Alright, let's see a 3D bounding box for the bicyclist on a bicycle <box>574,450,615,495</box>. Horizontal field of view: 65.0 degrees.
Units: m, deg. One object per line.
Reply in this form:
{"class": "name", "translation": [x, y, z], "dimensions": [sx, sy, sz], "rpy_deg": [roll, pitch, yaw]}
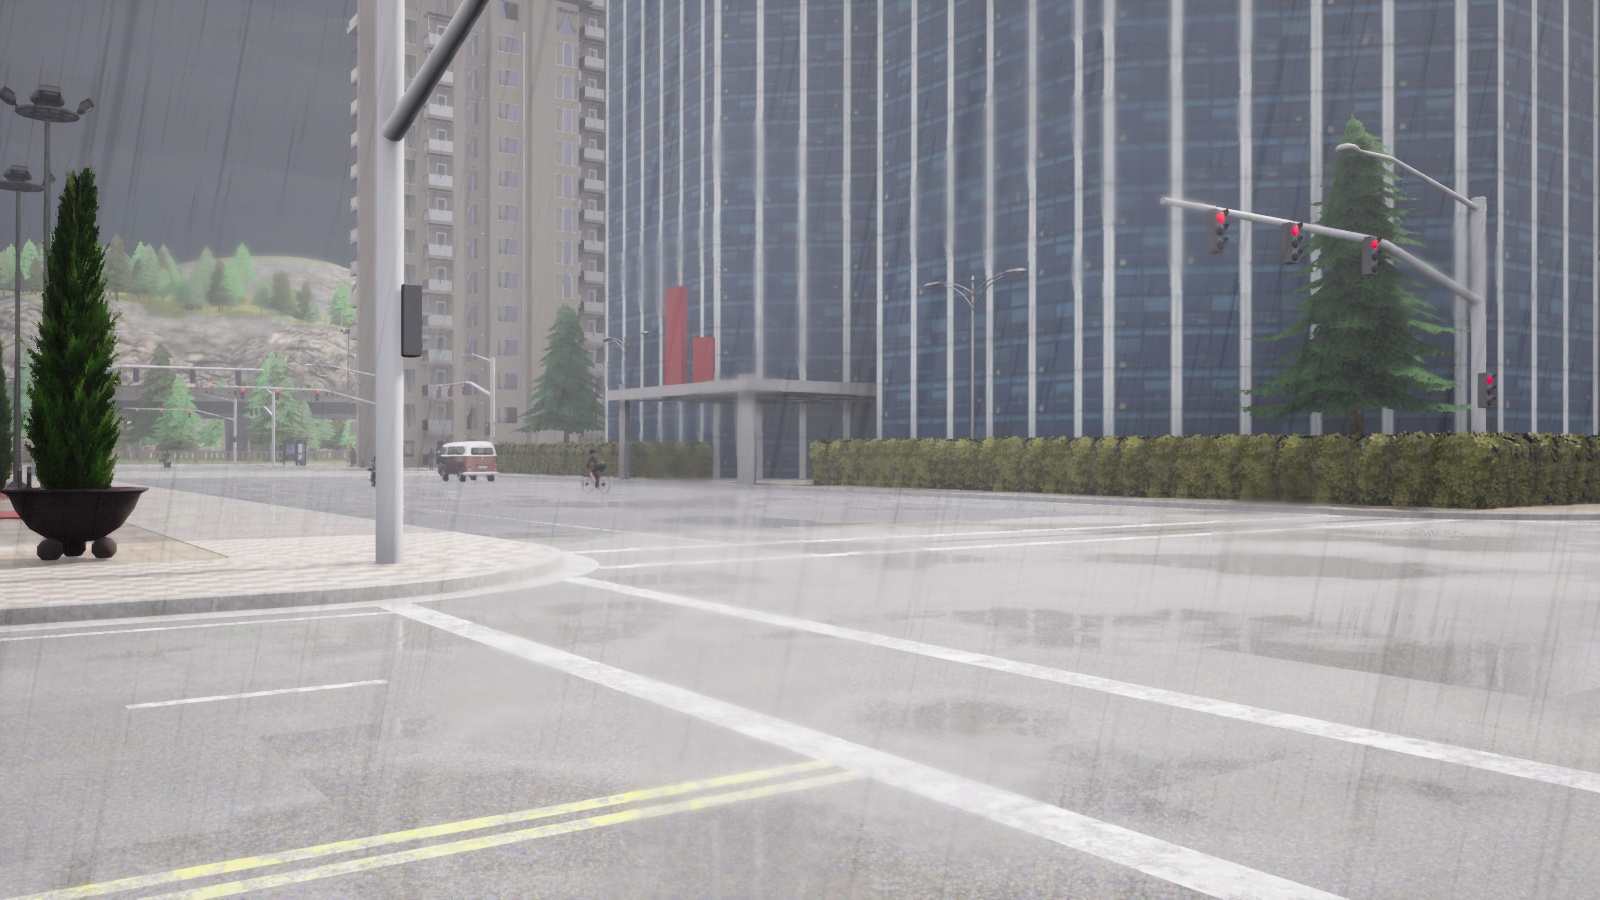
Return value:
{"class": "bicyclist on a bicycle", "translation": [-7.493, 0.825, 45.720], "dimensions": [1.656, 1.620, 0.582], "rpy_deg": [-1, -1, 43]}

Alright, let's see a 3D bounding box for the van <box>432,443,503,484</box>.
{"class": "van", "translation": [-17.092, 0.662, 64.375], "dimensions": [2.069, 2.038, 4.480], "rpy_deg": [0, 0, -35]}
